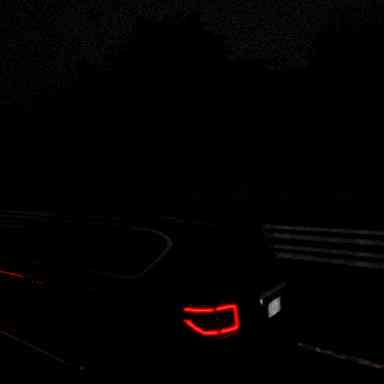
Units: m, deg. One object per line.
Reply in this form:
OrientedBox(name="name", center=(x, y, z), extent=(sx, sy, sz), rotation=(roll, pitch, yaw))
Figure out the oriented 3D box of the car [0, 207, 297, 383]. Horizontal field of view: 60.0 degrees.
OrientedBox(name="car", center=(-1.347, 1.241, 4.917), extent=(5.566, 2.045, 2.150), rotation=(0, 0, 36))
